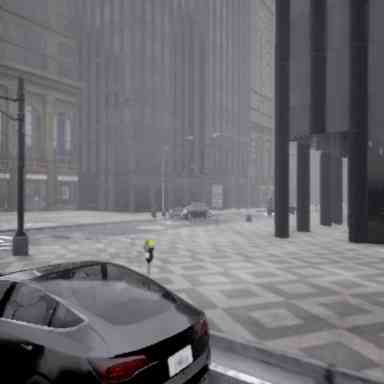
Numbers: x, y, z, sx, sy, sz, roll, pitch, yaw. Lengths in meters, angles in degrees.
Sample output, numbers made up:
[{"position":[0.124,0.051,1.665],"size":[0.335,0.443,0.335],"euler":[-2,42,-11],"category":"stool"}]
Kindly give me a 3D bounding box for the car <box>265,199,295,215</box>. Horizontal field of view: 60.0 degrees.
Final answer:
[{"position":[11.354,1.879,42.488],"size":[2.150,2.045,5.566],"euler":[0,-1,36],"category":"car"}]

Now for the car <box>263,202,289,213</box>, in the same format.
[{"position":[12.514,2.212,49.300],"size":[1.882,1.535,5.008],"euler":[0,-1,36],"category":"car"}]

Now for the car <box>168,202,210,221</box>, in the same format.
[{"position":[-0.219,1.768,31.612],"size":[2.097,1.767,4.553],"euler":[0,-1,35],"category":"car"}]

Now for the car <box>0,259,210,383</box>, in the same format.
[{"position":[-1.798,1.566,4.239],"size":[4.313,1.339,1.947],"euler":[0,0,35],"category":"car"}]
